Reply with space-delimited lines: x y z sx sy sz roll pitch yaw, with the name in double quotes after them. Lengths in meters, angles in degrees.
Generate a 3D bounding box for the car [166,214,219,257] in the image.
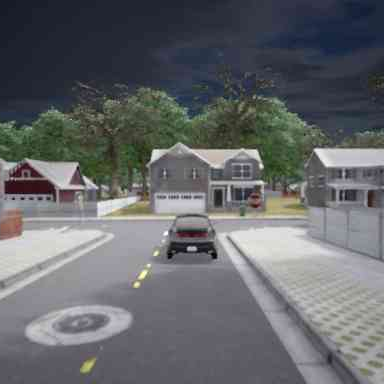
0.014 1.635 13.419 1.837 1.490 4.892 0 0 0 "car"
